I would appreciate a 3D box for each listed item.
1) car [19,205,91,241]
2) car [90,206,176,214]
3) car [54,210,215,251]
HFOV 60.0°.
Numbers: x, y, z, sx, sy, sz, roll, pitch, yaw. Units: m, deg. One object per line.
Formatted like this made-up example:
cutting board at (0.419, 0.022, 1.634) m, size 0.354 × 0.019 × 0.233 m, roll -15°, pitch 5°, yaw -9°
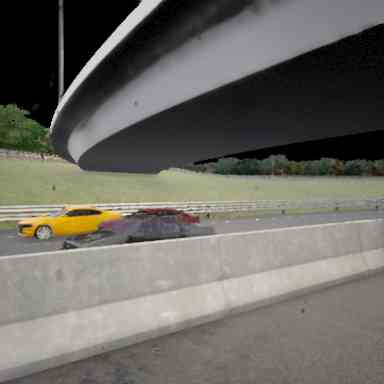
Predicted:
car at (-6.007, 1.469, 16.911) m, size 5.008 × 1.535 × 1.882 m, roll 0°, pitch 0°, yaw -36°
car at (-1.871, 1.466, 15.567) m, size 5.008 × 1.535 × 1.882 m, roll 0°, pitch 0°, yaw -36°
car at (-1.589, 1.538, 11.463) m, size 5.357 × 1.411 × 2.033 m, roll 0°, pitch 0°, yaw -36°
